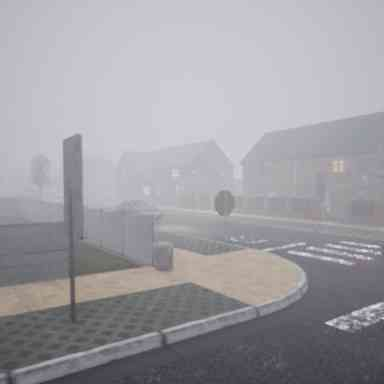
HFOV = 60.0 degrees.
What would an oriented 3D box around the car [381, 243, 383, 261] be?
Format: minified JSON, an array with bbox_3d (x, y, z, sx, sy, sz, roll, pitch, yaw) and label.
[{"bbox_3d":[7.571,1.567,8.339,1.882,1.535,5.008,-1,1,-36],"label":"car"}]

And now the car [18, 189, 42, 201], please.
[{"bbox_3d":[-24.194,0.535,49.495,2.150,2.045,5.566,-1,2,-41],"label":"car"}]

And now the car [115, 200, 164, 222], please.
[{"bbox_3d":[-3.870,1.316,23.876,2.128,1.511,4.902,-1,2,-36],"label":"car"}]

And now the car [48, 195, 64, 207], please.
[{"bbox_3d":[-15.591,1.096,39.184,1.812,1.442,4.674,-1,2,-39],"label":"car"}]
